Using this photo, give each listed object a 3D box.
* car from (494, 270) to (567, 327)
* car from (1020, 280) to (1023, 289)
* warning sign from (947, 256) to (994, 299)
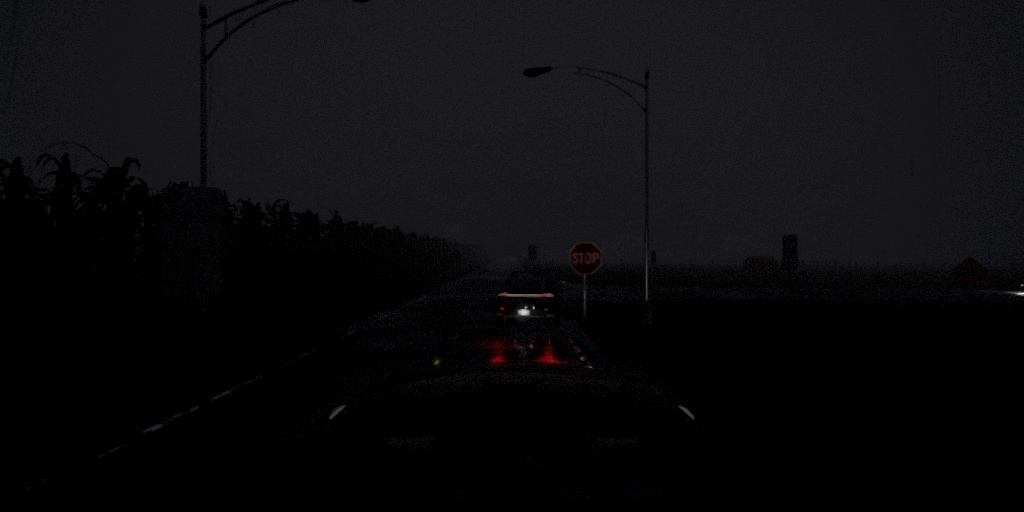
[{"bbox_3d":[0.689,1.203,11.480,2.128,1.511,4.902,0,0,9],"label":"car"},{"bbox_3d":[32.966,1.492,21.038,4.181,1.385,1.994,0,0,1],"label":"car"},{"bbox_3d":[20.462,0.949,15.993,1.060,1.860,1.300,0,0,1],"label":"warning sign"}]
